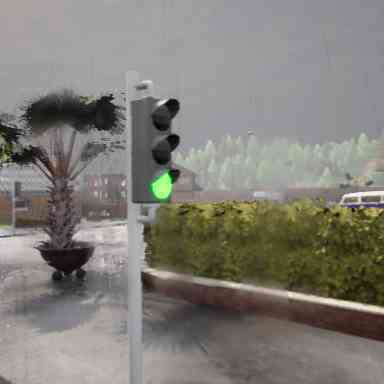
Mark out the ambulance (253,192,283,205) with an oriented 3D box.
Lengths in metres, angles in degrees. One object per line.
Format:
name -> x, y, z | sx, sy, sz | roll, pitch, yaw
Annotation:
ambulance -> 9.060, 1.201, 41.044 | 2.351, 2.431, 6.366 | -1, 0, 36
